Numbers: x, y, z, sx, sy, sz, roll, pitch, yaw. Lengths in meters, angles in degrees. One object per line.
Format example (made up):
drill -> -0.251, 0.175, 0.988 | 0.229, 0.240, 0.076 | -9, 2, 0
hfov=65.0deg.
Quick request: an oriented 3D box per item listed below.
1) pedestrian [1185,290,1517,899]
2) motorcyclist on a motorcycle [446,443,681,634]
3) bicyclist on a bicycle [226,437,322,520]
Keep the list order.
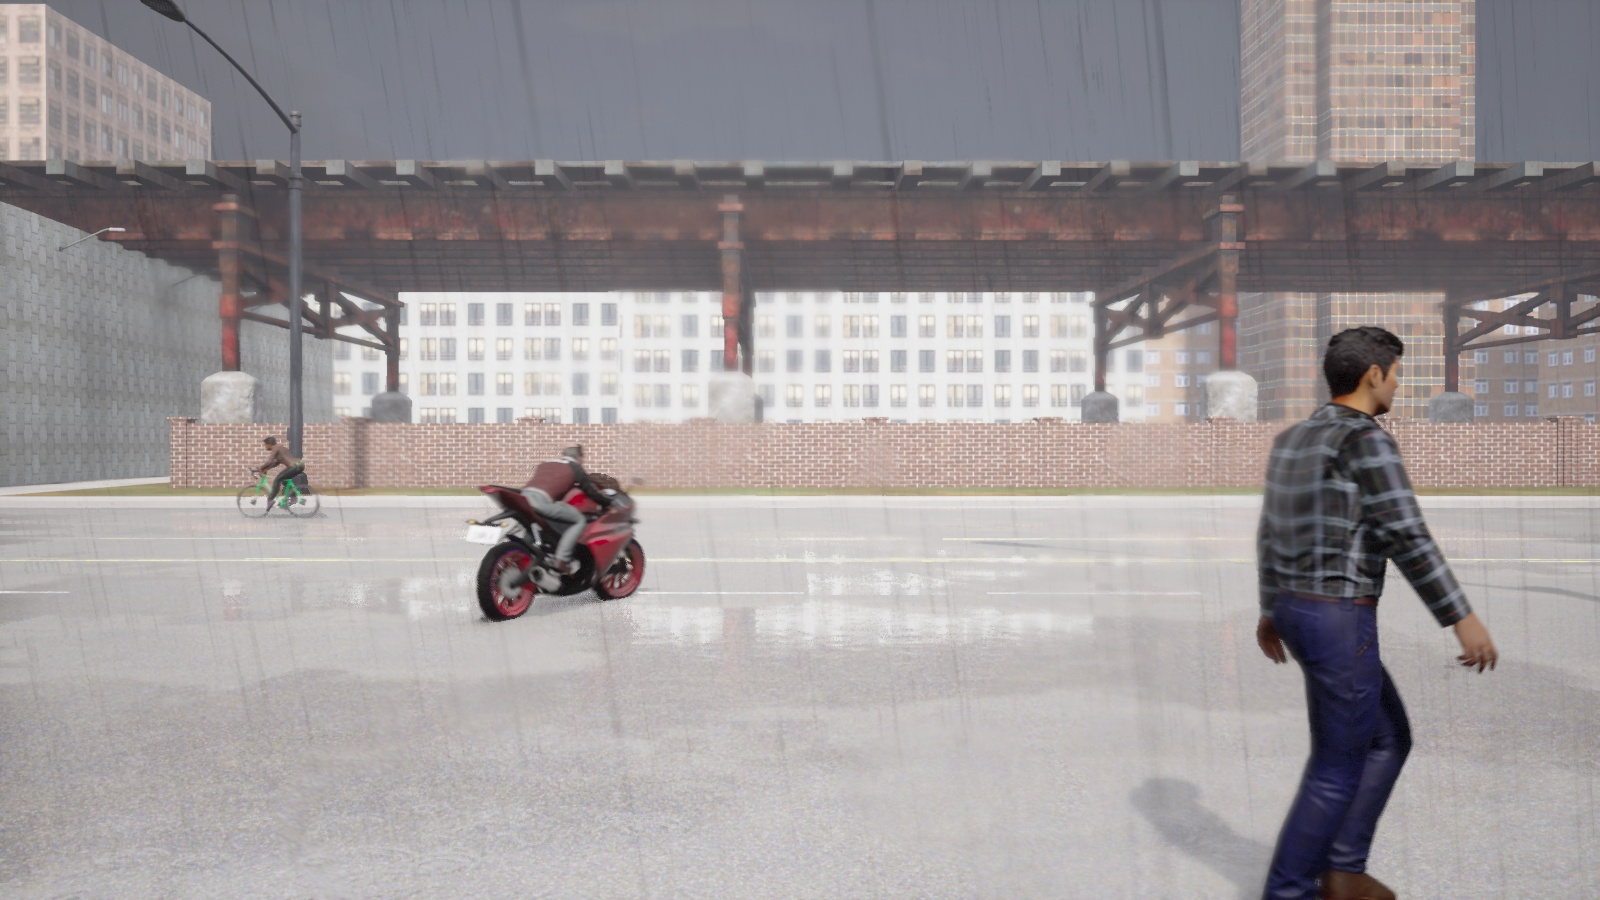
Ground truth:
pedestrian -> 1.604, 0.530, 3.716 | 0.788, 1.949, 0.423 | 0, 0, -3
motorcyclist on a motorcycle -> -2.077, 0.716, 11.386 | 0.866, 1.530, 2.191 | 2, 1, 29
bicyclist on a bicycle -> -10.375, 0.551, 24.794 | 1.656, 1.620, 0.582 | 0, 0, 1
